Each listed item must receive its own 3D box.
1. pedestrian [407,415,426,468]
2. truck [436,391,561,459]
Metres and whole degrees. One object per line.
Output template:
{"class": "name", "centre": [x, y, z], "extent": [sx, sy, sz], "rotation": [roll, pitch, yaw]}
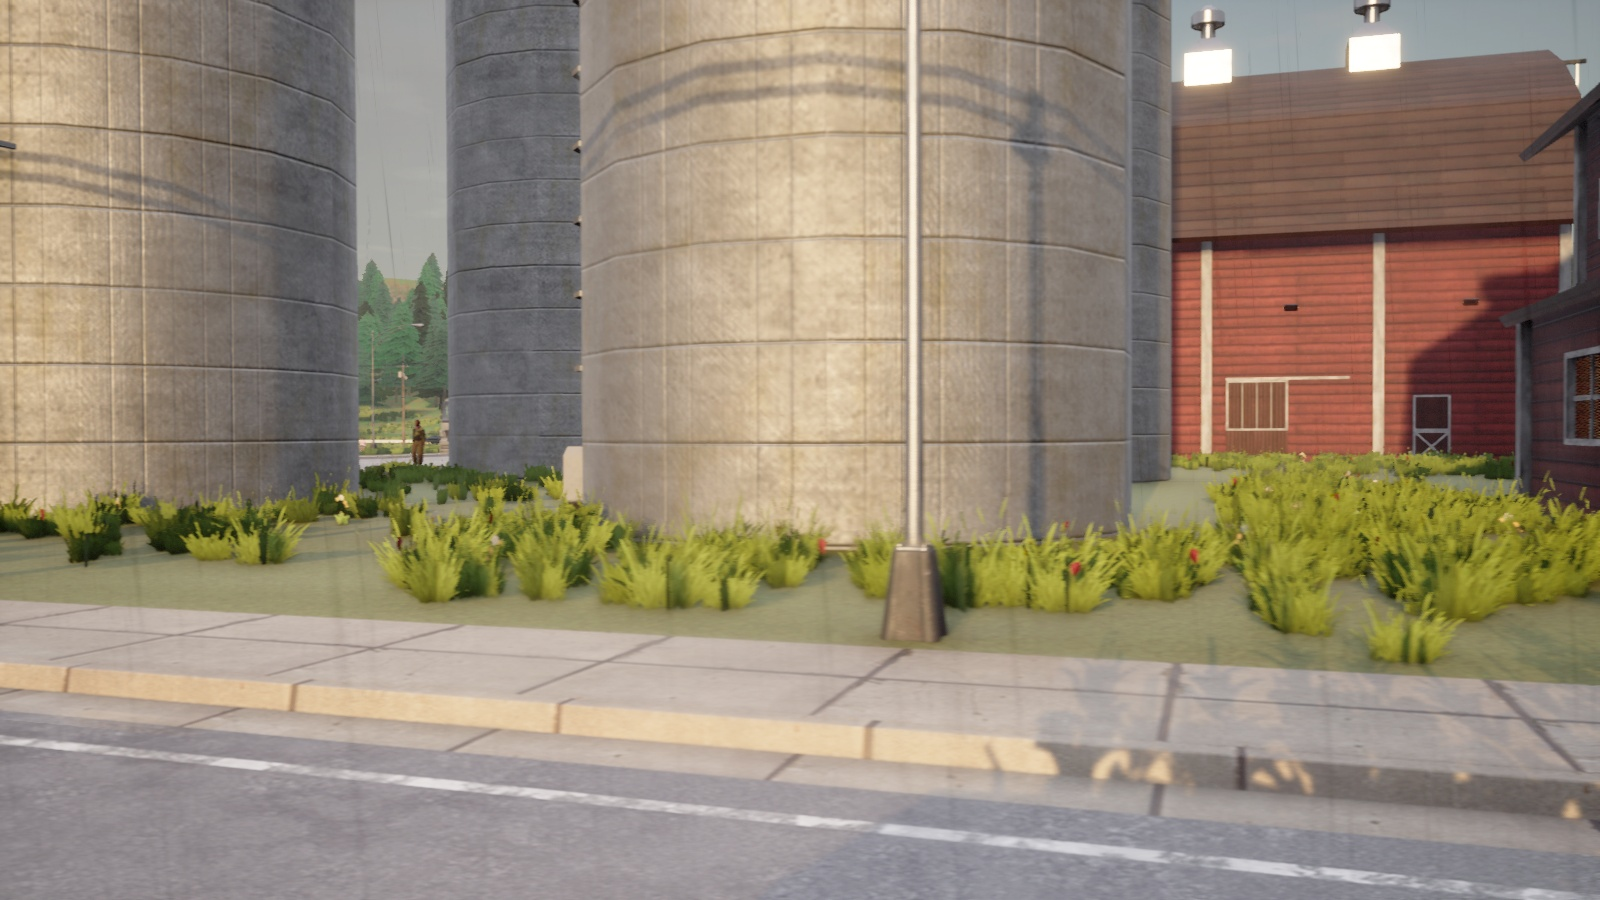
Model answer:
{"class": "pedestrian", "centre": [-14.151, -0.328, 46.325], "extent": [0.395, 1.930, 0.692], "rotation": [0, 1, 14]}
{"class": "truck", "centre": [-16.191, -1.324, 68.078], "extent": [2.891, 3.462, 7.936], "rotation": [1, 1, 18]}
